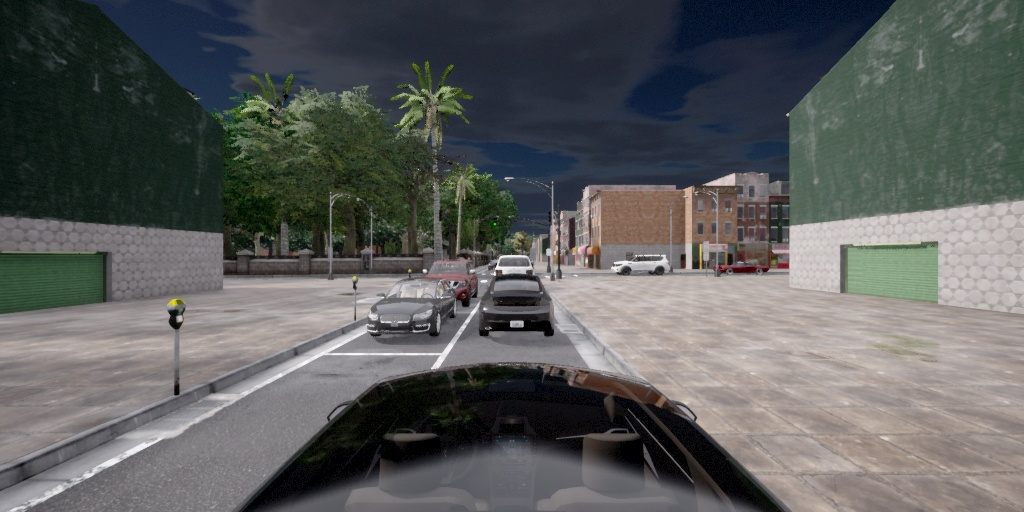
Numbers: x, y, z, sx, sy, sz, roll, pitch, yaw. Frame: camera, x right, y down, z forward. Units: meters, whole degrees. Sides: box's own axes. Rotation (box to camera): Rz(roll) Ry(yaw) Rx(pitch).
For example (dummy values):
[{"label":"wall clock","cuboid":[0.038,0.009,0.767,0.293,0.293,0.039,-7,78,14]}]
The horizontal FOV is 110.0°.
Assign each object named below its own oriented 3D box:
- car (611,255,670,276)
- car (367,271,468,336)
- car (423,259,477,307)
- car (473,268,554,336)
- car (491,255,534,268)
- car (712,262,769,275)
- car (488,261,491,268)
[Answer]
[{"label":"car","cuboid":[12.899,0.903,36.024,5.566,2.045,2.150,0,0,0]},{"label":"car","cuboid":[-2.628,1.301,10.210,2.007,1.370,4.403,0,0,0]},{"label":"car","cuboid":[-2.621,1.069,15.673,2.192,1.841,5.009,0,0,0]},{"label":"car","cuboid":[0.109,1.256,10.336,1.837,1.490,4.892,0,0,0]},{"label":"car","cuboid":[0.130,0.984,20.988,2.150,2.045,5.566,0,0,0]},{"label":"car","cuboid":[22.907,1.219,36.024,4.718,1.301,1.895,0,0,0]},{"label":"car","cuboid":[-2.574,1.296,53.819,1.967,1.591,4.097,0,0,0]}]
